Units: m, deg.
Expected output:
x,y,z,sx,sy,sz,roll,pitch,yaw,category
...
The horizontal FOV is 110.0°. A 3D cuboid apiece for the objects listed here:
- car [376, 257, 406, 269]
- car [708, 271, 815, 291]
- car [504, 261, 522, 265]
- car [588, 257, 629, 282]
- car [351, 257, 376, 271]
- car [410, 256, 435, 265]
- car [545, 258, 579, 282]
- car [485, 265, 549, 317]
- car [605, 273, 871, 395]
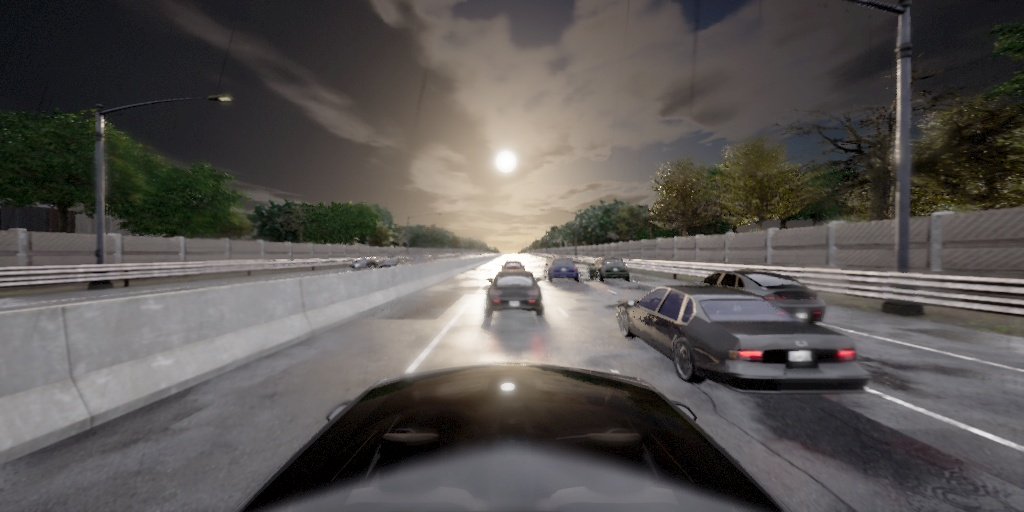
x,y,z,sx,sy,sz,roll,pitch,yaw,category
-14.084,0.939,42.828,1.837,1.490,4.892,0,0,0,car
7.083,1.189,11.185,1.837,1.490,4.892,0,1,0,car
0.087,1.082,27.991,1.812,1.442,4.674,0,0,0,car
7.084,0.920,26.659,2.097,1.767,4.553,0,0,0,car
-17.582,0.923,43.085,2.128,1.511,4.902,0,0,0,car
-10.586,0.784,42.779,2.097,1.767,4.553,0,1,0,car
3.584,0.920,26.666,2.097,1.767,4.553,0,0,0,car
0.088,1.198,12.651,1.812,1.442,4.674,0,0,0,car
3.564,1.261,6.928,2.033,1.411,5.357,0,0,0,car
